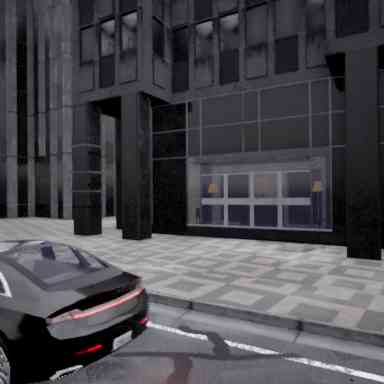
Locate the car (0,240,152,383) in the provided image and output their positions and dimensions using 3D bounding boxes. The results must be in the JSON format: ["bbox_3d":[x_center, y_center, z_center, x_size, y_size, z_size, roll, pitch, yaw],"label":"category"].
[{"bbox_3d":[-2.913,1.496,5.034,4.902,1.511,2.128,0,0,29],"label":"car"}]
